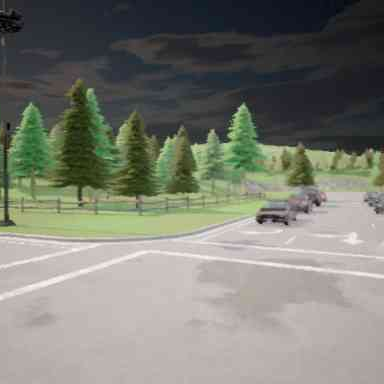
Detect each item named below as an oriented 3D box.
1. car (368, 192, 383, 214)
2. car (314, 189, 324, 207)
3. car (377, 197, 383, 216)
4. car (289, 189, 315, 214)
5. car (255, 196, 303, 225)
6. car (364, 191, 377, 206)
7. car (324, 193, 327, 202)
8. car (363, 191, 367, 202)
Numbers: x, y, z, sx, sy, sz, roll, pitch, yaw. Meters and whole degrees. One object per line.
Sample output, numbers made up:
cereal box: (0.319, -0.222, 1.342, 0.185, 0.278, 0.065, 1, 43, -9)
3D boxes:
car: (16.395, 1.036, 28.048, 2.128, 1.511, 4.902, 0, 1, 26)
car: (13.929, 0.634, 39.302, 2.150, 2.045, 5.566, 0, 1, 24)
car: (12.270, 1.228, 19.252, 2.033, 1.411, 5.357, 0, 1, 25)
car: (9.440, 0.913, 29.712, 2.097, 1.767, 4.553, 0, 1, 25)
car: (5.547, 1.237, 21.399, 2.033, 1.411, 5.357, 0, 1, 25)
car: (20.531, 0.934, 36.867, 1.812, 1.442, 4.674, 0, 1, 25)
car: (18.904, 0.602, 49.743, 2.097, 1.767, 4.553, 0, 1, 26)
car: (25.068, 0.614, 46.415, 2.097, 1.767, 4.553, 0, 1, 26)
